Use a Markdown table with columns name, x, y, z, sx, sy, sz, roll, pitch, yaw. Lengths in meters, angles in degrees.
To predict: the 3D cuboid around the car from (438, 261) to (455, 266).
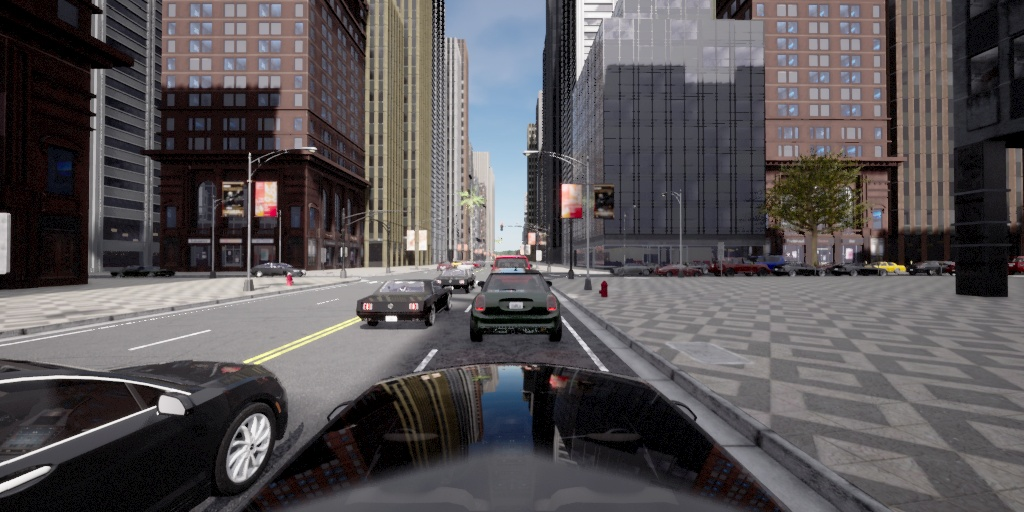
| name | x | y | z | sx | sy | sz | roll | pitch | yaw |
| --- | --- | --- | --- | --- | --- | --- | --- | --- | --- |
| car | -9.936 | 1.503 | 53.202 | 1.812 | 1.442 | 4.674 | 0 | 0 | -3 |

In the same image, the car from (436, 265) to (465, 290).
| name | x | y | z | sx | sy | sz | roll | pitch | yaw |
| --- | --- | --- | --- | --- | --- | --- | --- | --- | --- |
| car | -3.187 | 1.388 | 20.800 | 1.895 | 1.301 | 4.718 | 0 | 0 | 0 |

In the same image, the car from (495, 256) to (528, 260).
| name | x | y | z | sx | sy | sz | roll | pitch | yaw |
| --- | --- | --- | --- | --- | --- | --- | --- | --- | --- |
| car | -0.034 | 1.003 | 19.504 | 2.150 | 2.045 | 5.566 | 0 | 0 | 0 |

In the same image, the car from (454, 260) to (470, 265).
| name | x | y | z | sx | sy | sz | roll | pitch | yaw |
| --- | --- | --- | --- | --- | --- | --- | --- | --- | --- |
| car | -6.691 | 1.570 | 51.948 | 1.895 | 1.301 | 4.718 | 0 | 0 | 0 |

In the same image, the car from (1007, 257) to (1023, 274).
| name | x | y | z | sx | sy | sz | roll | pitch | yaw |
| --- | --- | --- | --- | --- | --- | --- | --- | --- | --- |
| car | 49.084 | 0.973 | 33.589 | 5.009 | 1.841 | 2.192 | 0 | 0 | -1 |

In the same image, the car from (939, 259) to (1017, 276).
| name | x | y | z | sx | sy | sz | roll | pitch | yaw |
| --- | --- | --- | --- | --- | --- | --- | --- | --- | --- |
| car | 43.446 | 1.214 | 33.491 | 4.507 | 1.381 | 1.888 | 0 | 0 | -1 |

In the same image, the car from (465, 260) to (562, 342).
| name | x | y | z | sx | sy | sz | roll | pitch | yaw |
| --- | --- | --- | --- | --- | --- | --- | --- | --- | --- |
| car | 0.082 | 1.108 | 9.983 | 2.097 | 1.767 | 4.553 | 0 | 0 | 0 |

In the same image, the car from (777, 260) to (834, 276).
| name | x | y | z | sx | sy | sz | roll | pitch | yaw |
| --- | --- | --- | --- | --- | --- | --- | --- | --- | --- |
| car | 26.533 | 1.276 | 33.196 | 4.313 | 1.339 | 1.948 | 0 | 0 | -1 |

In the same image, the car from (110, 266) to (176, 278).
| name | x | y | z | sx | sy | sz | roll | pitch | yaw |
| --- | --- | --- | --- | --- | --- | --- | --- | --- | --- |
| car | -35.821 | 1.587 | 34.944 | 4.718 | 1.301 | 1.895 | 0 | -1 | 0 |

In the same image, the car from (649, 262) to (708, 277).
| name | x | y | z | sx | sy | sz | roll | pitch | yaw |
| --- | --- | --- | --- | --- | --- | --- | --- | --- | --- |
| car | 15.258 | 1.327 | 33.000 | 4.207 | 1.307 | 1.802 | 0 | 0 | -1 |

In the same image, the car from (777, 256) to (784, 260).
| name | x | y | z | sx | sy | sz | roll | pitch | yaw |
| --- | --- | --- | --- | --- | --- | --- | --- | --- | --- |
| car | 26.712 | 0.998 | 38.979 | 5.566 | 2.045 | 2.150 | 0 | -1 | -1 |

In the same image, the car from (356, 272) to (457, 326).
| name | x | y | z | sx | sy | sz | roll | pitch | yaw |
| --- | --- | --- | --- | --- | --- | --- | --- | --- | --- |
| car | -3.166 | 1.361 | 11.631 | 1.895 | 1.301 | 4.718 | 0 | 0 | 0 |

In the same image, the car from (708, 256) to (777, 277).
| name | x | y | z | sx | sy | sz | roll | pitch | yaw |
| --- | --- | --- | --- | --- | --- | --- | --- | --- | --- |
| car | 20.896 | 1.041 | 33.098 | 5.009 | 1.841 | 2.192 | 0 | 0 | -1 |

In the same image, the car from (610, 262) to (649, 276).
| name | x | y | z | sx | sy | sz | roll | pitch | yaw |
| --- | --- | --- | --- | --- | --- | --- | --- | --- | --- |
| car | 12.738 | 1.386 | 38.736 | 4.181 | 1.385 | 1.994 | 0 | -1 | -1 |

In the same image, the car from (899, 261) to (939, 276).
| name | x | y | z | sx | sy | sz | roll | pitch | yaw |
| --- | --- | --- | --- | --- | --- | --- | --- | --- | --- |
| car | 42.526 | 1.228 | 36.106 | 4.674 | 1.442 | 1.812 | 0 | -1 | -1 |

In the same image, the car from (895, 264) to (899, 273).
| name | x | y | z | sx | sy | sz | roll | pitch | yaw |
| --- | --- | --- | --- | --- | --- | --- | --- | --- | --- |
| car | 43.134 | 1.296 | 42.011 | 4.829 | 1.417 | 1.751 | 0 | 0 | -1 |

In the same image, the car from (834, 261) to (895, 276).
| name | x | y | z | sx | sy | sz | roll | pitch | yaw |
| --- | --- | --- | --- | --- | --- | --- | --- | --- | --- |
| car | 32.170 | 1.260 | 33.294 | 4.313 | 1.339 | 1.948 | 0 | 0 | -1 |

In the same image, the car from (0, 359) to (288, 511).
| name | x | y | z | sx | sy | sz | roll | pitch | yaw |
| --- | --- | --- | --- | --- | --- | --- | --- | --- | --- |
| car | -3.150 | 1.255 | 1.612 | 1.837 | 1.490 | 4.892 | 0 | 0 | 0 |

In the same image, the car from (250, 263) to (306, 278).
| name | x | y | z | sx | sy | sz | roll | pitch | yaw |
| --- | --- | --- | --- | --- | --- | --- | --- | --- | --- |
| car | -22.712 | 1.418 | 34.959 | 4.902 | 1.511 | 2.128 | 0 | -1 | 0 |
